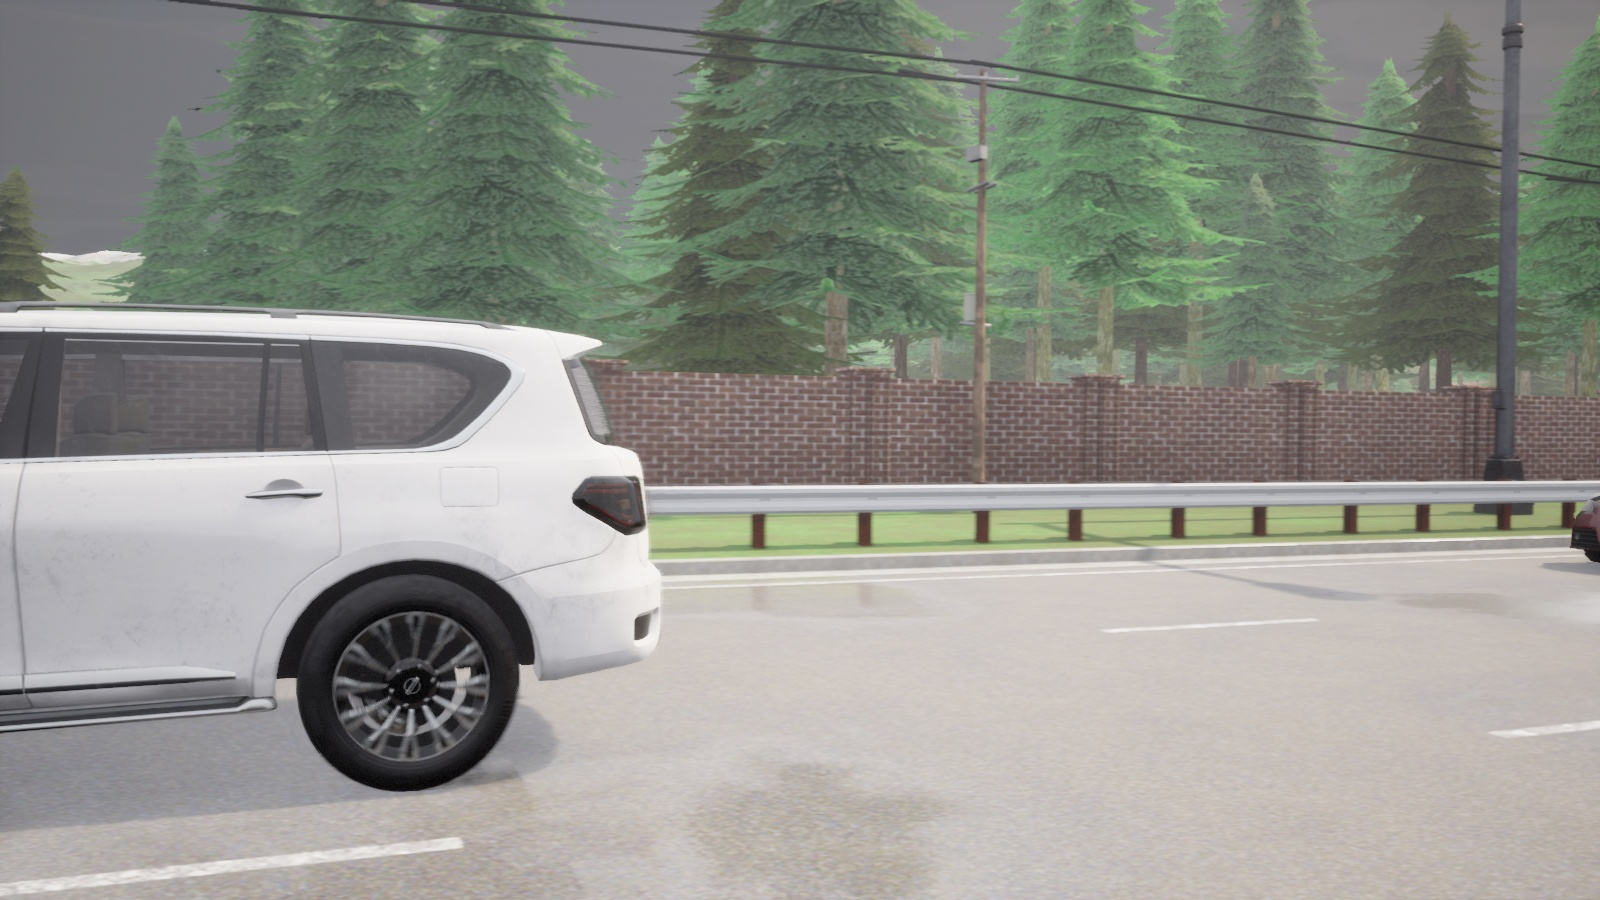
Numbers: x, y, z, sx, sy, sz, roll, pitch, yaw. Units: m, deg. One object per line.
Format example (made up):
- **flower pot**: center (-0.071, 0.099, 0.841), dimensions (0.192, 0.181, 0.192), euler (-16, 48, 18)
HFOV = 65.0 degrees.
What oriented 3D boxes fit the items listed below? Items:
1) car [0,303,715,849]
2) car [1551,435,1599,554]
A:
- **car**: center (-3.381, 0.461, 5.696), dimensions (5.566, 2.045, 2.150), euler (-1, 1, -21)
- **car**: center (11.427, 0.493, 15.066), dimensions (4.181, 1.385, 1.994), euler (-1, 1, -21)
